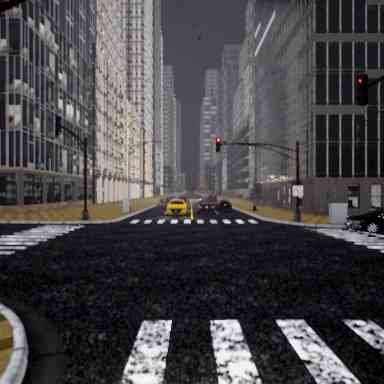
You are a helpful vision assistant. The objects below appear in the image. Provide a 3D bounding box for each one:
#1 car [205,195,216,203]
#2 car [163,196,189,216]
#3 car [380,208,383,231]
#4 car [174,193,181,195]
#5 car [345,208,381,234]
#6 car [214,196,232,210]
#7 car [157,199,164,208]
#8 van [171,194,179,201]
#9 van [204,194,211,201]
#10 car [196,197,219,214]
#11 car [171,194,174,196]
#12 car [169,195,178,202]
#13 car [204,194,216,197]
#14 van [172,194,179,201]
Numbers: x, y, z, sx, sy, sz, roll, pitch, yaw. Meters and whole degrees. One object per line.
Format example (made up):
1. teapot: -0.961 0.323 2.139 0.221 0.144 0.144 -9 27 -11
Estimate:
1. car: 3.786 1.431 69.460 1.967 1.590 4.097 0 0 0
2. car: -1.487 1.494 33.325 1.882 1.535 5.008 0 0 0
3. car: 13.317 1.488 17.292 5.566 2.045 2.150 1 0 -3
4. car: -1.560 1.355 57.660 2.097 1.767 4.553 0 0 0
5. car: 12.017 1.745 20.486 4.892 1.490 1.837 1 0 -3
6. car: 3.941 1.578 41.823 1.947 1.339 4.313 0 0 0
7. car: -4.009 1.592 47.319 1.802 1.307 4.206 0 0 0
8. van: -4.137 1.320 80.484 1.690 1.788 3.998 0 0 0
9. van: 3.743 1.320 80.515 1.690 1.788 3.998 0 0 0
10. car: 1.449 1.563 35.924 2.033 1.411 5.357 0 0 0
11. car: -4.073 1.563 63.901 1.947 1.339 4.313 0 0 0
12. car: -4.116 1.425 74.957 1.967 1.590 4.097 0 0 0
13. car: 3.807 1.312 63.931 2.192 1.841 5.009 0 0 0
14. van: -4.158 1.314 86.012 1.690 1.788 3.998 0 0 0
